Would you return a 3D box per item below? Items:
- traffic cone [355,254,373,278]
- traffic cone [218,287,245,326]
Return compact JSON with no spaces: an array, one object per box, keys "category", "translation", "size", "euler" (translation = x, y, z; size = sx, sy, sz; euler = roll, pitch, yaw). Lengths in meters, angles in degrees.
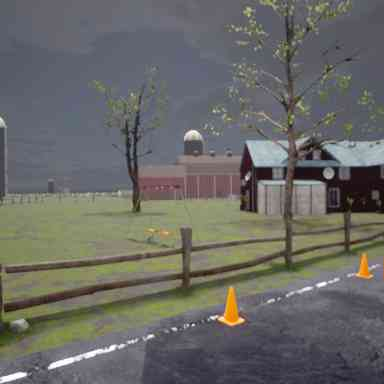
[{"category":"traffic cone","translation":[4.563,1.932,8.808],"size":[0.340,0.580,0.340],"euler":[0,0,-39]},{"category":"traffic cone","translation":[0.687,1.944,5.784],"size":[0.340,0.580,0.340],"euler":[0,0,-37]}]
